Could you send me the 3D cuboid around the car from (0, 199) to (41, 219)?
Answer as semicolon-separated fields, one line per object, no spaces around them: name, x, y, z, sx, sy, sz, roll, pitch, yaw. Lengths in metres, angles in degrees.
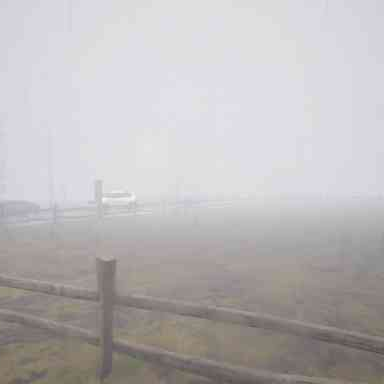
car;-13.975;1.340;25.094;1.837;1.490;4.892;1;1;36

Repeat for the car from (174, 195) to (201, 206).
car;-0.549;1.129;43.681;1.994;1.385;4.181;1;1;35

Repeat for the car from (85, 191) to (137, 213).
car;-7.987;0.937;33.381;2.150;2.045;5.566;1;1;36
